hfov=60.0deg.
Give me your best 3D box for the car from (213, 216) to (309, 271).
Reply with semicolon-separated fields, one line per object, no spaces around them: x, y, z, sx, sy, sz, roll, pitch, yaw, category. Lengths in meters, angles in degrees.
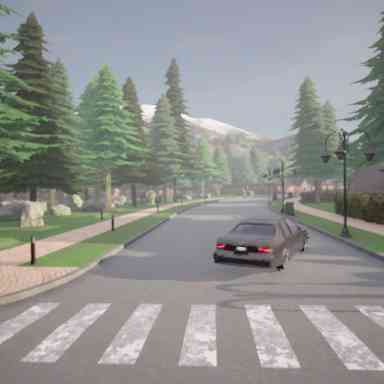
2.520;1.517;11.053;2.033;1.411;5.357;0;1;29;car
